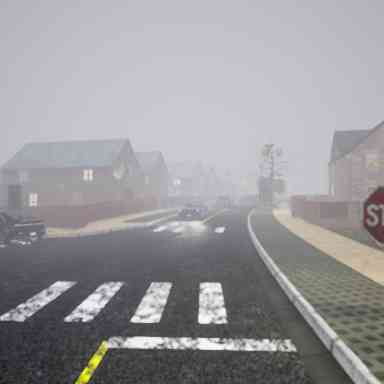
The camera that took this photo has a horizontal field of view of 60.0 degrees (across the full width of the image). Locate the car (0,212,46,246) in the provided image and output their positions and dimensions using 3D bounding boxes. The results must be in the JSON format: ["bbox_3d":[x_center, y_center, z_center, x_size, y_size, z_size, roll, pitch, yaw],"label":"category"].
[{"bbox_3d":[-9.419,1.795,16.778,4.902,1.511,2.128,-2,-2,33],"label":"car"}]

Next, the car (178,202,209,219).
[{"bbox_3d":[0.181,1.543,28.562,1.895,1.301,4.718,0,0,11],"label":"car"}]

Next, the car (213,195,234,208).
[{"bbox_3d":[4.226,1.226,44.604,2.097,1.767,4.553,0,0,18],"label":"car"}]

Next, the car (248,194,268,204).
[{"bbox_3d":[11.500,1.143,56.479,2.097,1.767,4.553,0,0,23],"label":"car"}]

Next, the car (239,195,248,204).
[{"bbox_3d":[9.965,1.268,60.304,1.882,1.535,5.008,0,0,23],"label":"car"}]

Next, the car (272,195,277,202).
[{"bbox_3d":[15.449,1.235,65.677,1.837,1.490,4.892,0,0,27],"label":"car"}]
